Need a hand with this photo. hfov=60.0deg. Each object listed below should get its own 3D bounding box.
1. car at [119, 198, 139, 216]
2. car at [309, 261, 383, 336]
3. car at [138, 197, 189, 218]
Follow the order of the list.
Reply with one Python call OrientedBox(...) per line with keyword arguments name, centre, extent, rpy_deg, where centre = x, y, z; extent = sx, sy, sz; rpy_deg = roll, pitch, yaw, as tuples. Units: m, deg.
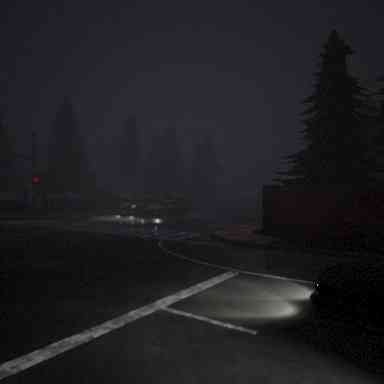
OrientedBox(name="car", centre=(-5.016, 1.343, 32.919), extent=(2.097, 1.767, 4.553), rpy_deg=(0, 0, 36))
OrientedBox(name="car", centre=(4.674, 1.548, 4.930), extent=(5.357, 1.411, 2.033), rpy_deg=(0, 0, 36))
OrientedBox(name="car", centre=(-2.286, 1.470, 30.722), extent=(1.882, 1.535, 5.008), rpy_deg=(0, 0, 35))
